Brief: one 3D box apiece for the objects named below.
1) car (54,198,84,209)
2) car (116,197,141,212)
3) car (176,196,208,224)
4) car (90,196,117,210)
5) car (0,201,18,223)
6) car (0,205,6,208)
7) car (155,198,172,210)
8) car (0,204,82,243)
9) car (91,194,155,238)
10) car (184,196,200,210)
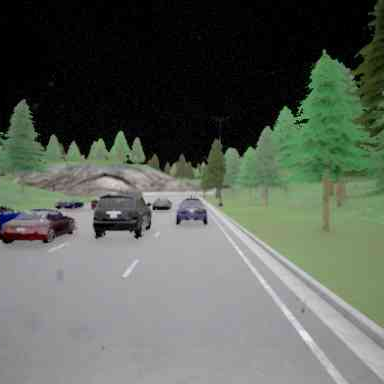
[{"bbox_3d":[-13.967,1.388,38.201,1.895,1.301,4.718,0,0,0],"label":"car"},{"bbox_3d":[-6.925,1.298,36.980,1.837,1.490,4.892,0,0,0],"label":"car"},{"bbox_3d":[-0.005,1.221,23.308,2.097,1.767,4.553,0,0,0],"label":"car"},{"bbox_3d":[-10.426,1.257,39.504,1.882,1.535,5.008,0,0,0],"label":"car"},{"bbox_3d":[-14.008,1.424,22.102,2.033,1.411,5.357,0,0,0],"label":"car"},{"bbox_3d":[-10.413,1.381,17.220,1.882,1.535,5.008,0,0,0],"label":"car"},{"bbox_3d":[-3.425,1.348,38.579,1.994,1.385,4.181,0,0,0],"label":"car"},{"bbox_3d":[-6.911,1.477,15.433,1.994,1.385,4.181,0,0,0],"label":"car"},{"bbox_3d":[-3.413,1.125,17.153,2.150,2.045,5.566,0,0,0],"label":"car"},{"bbox_3d":[0.042,1.282,40.206,1.837,1.490,4.892,0,1,0],"label":"car"}]
